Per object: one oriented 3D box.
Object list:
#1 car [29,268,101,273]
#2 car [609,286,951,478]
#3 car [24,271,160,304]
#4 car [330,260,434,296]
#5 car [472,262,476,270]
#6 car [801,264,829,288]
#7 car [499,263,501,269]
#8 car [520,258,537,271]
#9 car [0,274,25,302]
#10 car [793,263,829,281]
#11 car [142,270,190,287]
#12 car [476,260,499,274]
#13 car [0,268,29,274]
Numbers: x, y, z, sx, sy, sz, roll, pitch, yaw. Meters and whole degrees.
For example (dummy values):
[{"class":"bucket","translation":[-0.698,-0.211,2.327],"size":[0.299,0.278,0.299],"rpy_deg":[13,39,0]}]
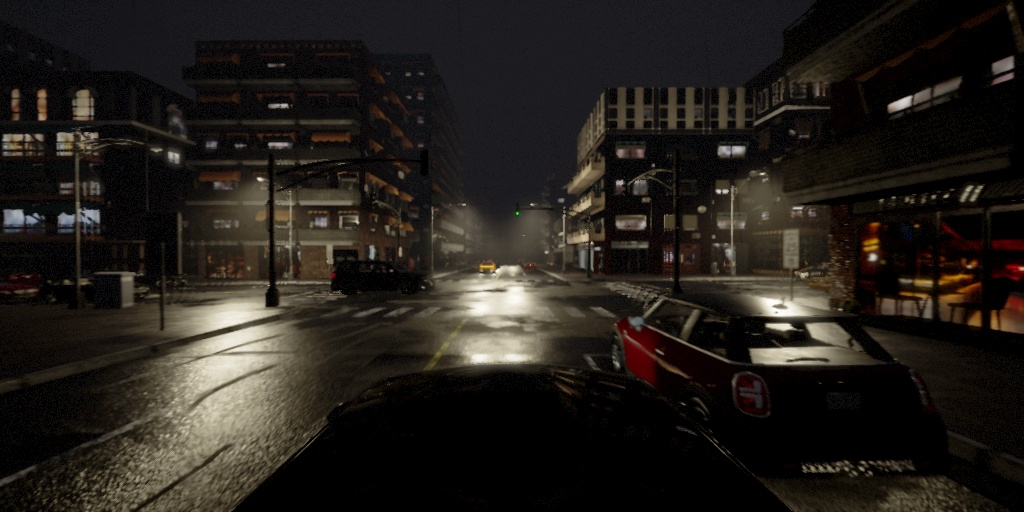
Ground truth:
[{"class":"car","translation":[-31.877,1.666,26.336],"size":[4.313,1.339,1.948],"rpy_deg":[0,0,0]},{"class":"car","translation":[2.689,1.204,4.827],"size":[1.967,1.591,4.097],"rpy_deg":[0,0,0]},{"class":"car","translation":[-20.713,1.621,17.918],"size":[4.403,1.370,2.007],"rpy_deg":[0,0,0]},{"class":"car","translation":[-7.359,1.258,20.483],"size":[5.566,2.045,2.150],"rpy_deg":[0,1,0]},{"class":"car","translation":[-5.661,1.540,59.650],"size":[1.751,1.417,4.829],"rpy_deg":[0,0,0]},{"class":"car","translation":[17.398,1.234,17.517],"size":[4.829,1.417,1.751],"rpy_deg":[0,0,0]},{"class":"car","translation":[-3.022,1.524,63.405],"size":[2.128,1.511,4.902],"rpy_deg":[0,0,0]},{"class":"car","translation":[2.687,1.428,54.112],"size":[1.967,1.591,4.097],"rpy_deg":[0,0,0]},{"class":"car","translation":[-26.339,1.709,17.954],"size":[4.207,1.307,1.802],"rpy_deg":[0,0,0]},{"class":"car","translation":[21.490,1.103,23.403],"size":[4.902,1.511,2.128],"rpy_deg":[-1,1,0]},{"class":"car","translation":[-26.252,1.593,26.301],"size":[4.403,1.370,2.007],"rpy_deg":[0,0,0]},{"class":"car","translation":[-3.079,1.427,46.006],"size":[1.882,1.535,5.008],"rpy_deg":[0,0,0]},{"class":"car","translation":[-37.501,1.600,26.371],"size":[4.097,1.591,1.967],"rpy_deg":[0,0,0]}]
